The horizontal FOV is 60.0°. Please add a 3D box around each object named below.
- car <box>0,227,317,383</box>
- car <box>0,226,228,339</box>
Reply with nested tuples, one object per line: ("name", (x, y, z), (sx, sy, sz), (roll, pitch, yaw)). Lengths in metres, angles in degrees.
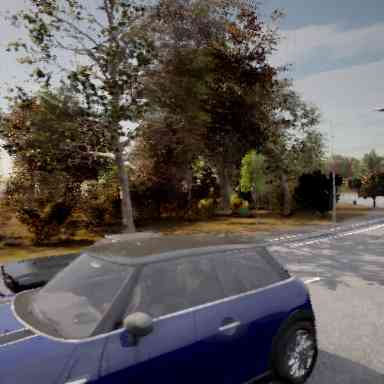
("car", (-0.660, 1.364, 3.689), (4.553, 1.767, 2.097), (0, 0, -37))
("car", (-1.570, 1.630, 7.331), (4.718, 1.301, 1.895), (0, 0, -38))
